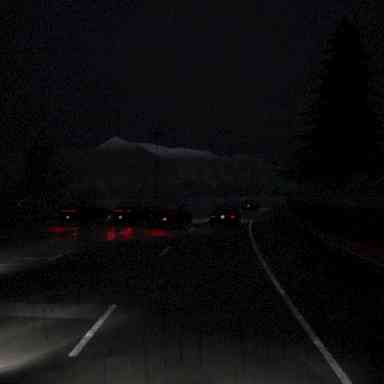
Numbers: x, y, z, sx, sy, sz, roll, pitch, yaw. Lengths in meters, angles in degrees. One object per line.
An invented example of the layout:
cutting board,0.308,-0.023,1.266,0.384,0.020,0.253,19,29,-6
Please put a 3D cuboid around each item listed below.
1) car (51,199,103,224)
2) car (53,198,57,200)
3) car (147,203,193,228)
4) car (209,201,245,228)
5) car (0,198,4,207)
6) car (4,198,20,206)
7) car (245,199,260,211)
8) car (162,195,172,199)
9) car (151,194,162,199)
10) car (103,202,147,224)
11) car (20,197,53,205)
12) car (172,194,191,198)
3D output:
car,-7.900,1.491,24.732,2.128,1.511,4.902,0,0,10
car,-14.698,1.543,42.209,2.033,1.411,5.357,0,0,17
car,-1.210,1.490,22.506,1.882,1.535,5.008,0,0,10
car,2.341,1.567,22.730,2.033,1.411,5.357,0,0,11
car,-25.101,1.522,43.946,2.033,1.411,5.357,0,0,16
car,-21.517,1.460,43.694,1.882,1.535,5.008,0,0,17
car,7.358,1.606,41.518,1.994,1.385,4.181,0,0,18
car,-4.813,1.355,81.536,1.994,1.385,4.181,0,0,30
car,-8.227,1.377,82.652,1.837,1.490,4.892,0,0,30
car,-4.352,1.498,24.716,2.128,1.511,4.902,0,0,10
car,-18.468,1.479,41.644,2.128,1.511,4.902,0,0,16
car,-2.041,1.331,79.356,1.882,1.535,5.008,0,0,30
